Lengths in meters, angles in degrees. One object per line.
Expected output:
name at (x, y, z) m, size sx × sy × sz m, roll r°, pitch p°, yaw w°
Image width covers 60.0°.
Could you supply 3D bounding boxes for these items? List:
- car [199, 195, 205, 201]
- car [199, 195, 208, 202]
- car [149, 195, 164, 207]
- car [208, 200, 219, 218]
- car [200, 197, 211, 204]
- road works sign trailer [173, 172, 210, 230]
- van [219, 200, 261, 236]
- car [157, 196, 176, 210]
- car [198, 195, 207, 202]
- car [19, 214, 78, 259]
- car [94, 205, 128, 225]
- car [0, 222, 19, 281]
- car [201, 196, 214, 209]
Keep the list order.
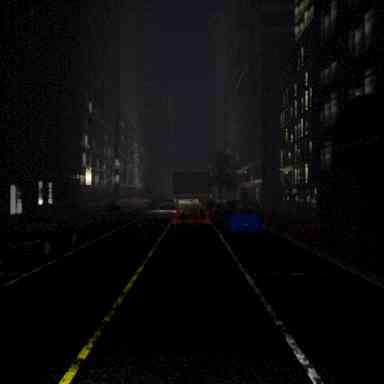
car at (2.596, 1.619, 58.139) m, size 2.008 × 1.369 × 4.403 m, roll 0°, pitch 0°, yaw 0°
car at (2.569, 1.507, 75.216) m, size 1.967 × 1.590 × 4.097 m, roll 0°, pitch 0°, yaw 0°
car at (-5.776, 1.615, 52.436) m, size 2.008 × 1.369 × 4.403 m, roll 0°, pitch 0°, yaw 0°
car at (2.642, 1.621, 29.676) m, size 1.802 × 1.307 × 4.206 m, roll 0°, pitch 0°, yaw 0°
car at (2.587, 1.620, 63.831) m, size 2.008 × 1.369 × 4.403 m, roll 0°, pitch 0°, yaw 0°
road works sign trailer at (-0.035, 0.493, 21.308) m, size 2.380 × 3.560 × 2.880 m, roll 0°, pitch 0°, yaw 0°
van at (2.660, 1.366, 18.292) m, size 1.690 × 1.788 × 3.998 m, roll 0°, pitch 0°, yaw 0°
car at (-3.160, 1.581, 44.033) m, size 1.812 × 1.442 × 4.674 m, roll 0°, pitch 0°, yaw 0°
car at (2.559, 1.505, 80.908) m, size 1.967 × 1.590 × 4.097 m, roll 0°, pitch 0°, yaw 0°
car at (-5.711, 1.568, 12.589) m, size 2.008 × 1.369 × 4.403 m, roll 0°, pitch 0°, yaw 0°
car at (-5.730, 1.613, 23.973) m, size 1.802 × 1.307 × 4.206 m, roll 0°, pitch 0°, yaw 0°
car at (-5.702, 1.450, 6.897) m, size 1.967 × 1.590 × 4.097 m, roll 0°, pitch 0°, yaw 0°
car at (2.614, 1.642, 46.754) m, size 1.802 × 1.307 × 4.206 m, roll 0°, pitch 0°, yaw 0°
